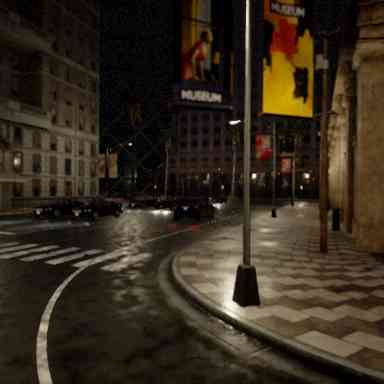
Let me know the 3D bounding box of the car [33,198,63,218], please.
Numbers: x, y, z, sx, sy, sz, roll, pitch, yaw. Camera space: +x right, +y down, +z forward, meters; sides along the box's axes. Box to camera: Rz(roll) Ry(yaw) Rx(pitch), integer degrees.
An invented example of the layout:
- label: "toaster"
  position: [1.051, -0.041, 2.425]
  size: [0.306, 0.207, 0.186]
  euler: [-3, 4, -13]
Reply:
- label: "car"
  position: [-10.491, 1.255, 26.867]
  size: [2.128, 1.511, 4.902]
  euler: [1, 0, 21]

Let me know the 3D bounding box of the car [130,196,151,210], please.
- label: "car"
  position: [-5.702, 1.227, 39.361]
  size: [2.128, 1.511, 4.902]
  euler: [1, 1, 21]

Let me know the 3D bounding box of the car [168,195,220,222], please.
- label: "car"
  position: [0.295, 1.217, 25.435]
  size: [2.097, 1.767, 4.553]
  euler: [1, 0, 21]

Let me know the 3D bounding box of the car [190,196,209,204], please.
- label: "car"
  position: [1.357, 1.316, 57.248]
  size: [1.895, 1.301, 4.718]
  euler: [1, 0, 21]

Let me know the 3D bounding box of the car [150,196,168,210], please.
- label: "car"
  position: [-2.599, 1.339, 37.685]
  size: [1.994, 1.385, 4.181]
  euler: [1, 1, 21]

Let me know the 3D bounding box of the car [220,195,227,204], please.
- label: "car"
  position: [4.587, 1.242, 55.897]
  size: [2.128, 1.511, 4.902]
  euler: [1, 0, 21]

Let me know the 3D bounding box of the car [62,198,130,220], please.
- label: "car"
  position: [-7.213, 1.291, 25.640]
  size: [2.128, 1.511, 4.902]
  euler: [1, 0, 21]
